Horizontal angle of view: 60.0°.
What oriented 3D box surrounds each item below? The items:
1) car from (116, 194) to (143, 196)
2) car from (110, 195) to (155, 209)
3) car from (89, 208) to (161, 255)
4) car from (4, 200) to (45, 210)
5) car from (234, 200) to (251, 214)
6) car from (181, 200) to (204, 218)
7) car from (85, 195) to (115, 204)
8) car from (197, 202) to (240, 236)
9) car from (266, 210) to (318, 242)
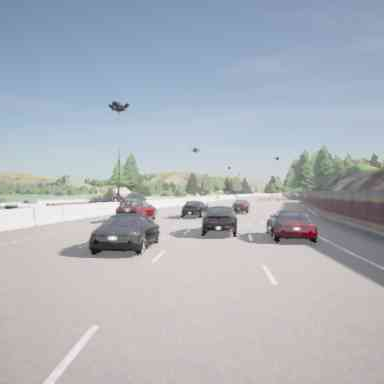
[{"bbox_3d":[-9.082,1.251,51.538,2.150,2.045,5.566,0,-1,14],"label":"car"},{"bbox_3d":[-4.237,1.366,25.794,2.097,1.767,4.553,0,0,11],"label":"car"},{"bbox_3d":[-2.547,1.570,13.460,1.994,1.385,4.181,0,0,6],"label":"car"},{"bbox_3d":[-19.496,1.581,38.952,1.895,1.301,4.718,0,0,14],"label":"car"},{"bbox_3d":[5.384,1.581,36.651,1.812,1.442,4.674,0,0,14],"label":"car"},{"bbox_3d":[0.348,1.538,30.615,1.837,1.490,4.892,0,0,13],"label":"car"},{"bbox_3d":[-13.555,1.515,48.179,1.837,1.490,4.892,0,0,15],"label":"car"},{"bbox_3d":[1.646,1.530,18.830,1.837,1.490,4.892,0,0,8],"label":"car"},{"bbox_3d":[4.886,1.597,16.678,1.994,1.385,4.181,0,0,7],"label":"car"}]
